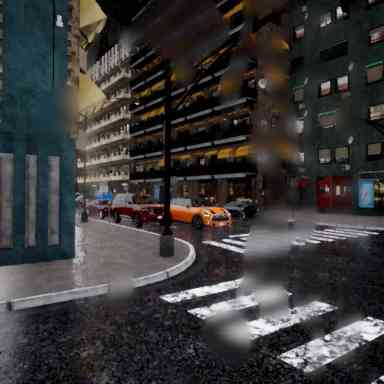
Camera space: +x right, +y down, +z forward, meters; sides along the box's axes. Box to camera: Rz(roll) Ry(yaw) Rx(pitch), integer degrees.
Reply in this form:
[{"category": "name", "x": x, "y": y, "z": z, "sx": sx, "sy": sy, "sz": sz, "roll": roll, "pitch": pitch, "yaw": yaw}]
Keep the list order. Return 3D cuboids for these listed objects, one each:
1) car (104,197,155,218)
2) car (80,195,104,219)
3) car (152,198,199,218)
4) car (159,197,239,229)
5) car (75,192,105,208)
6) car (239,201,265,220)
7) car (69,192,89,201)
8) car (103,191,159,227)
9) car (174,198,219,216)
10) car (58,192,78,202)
[{"category": "car", "x": -5.321, "y": 1.184, "z": 27.576, "sx": 2.033, "sy": 1.411, "sz": 5.357, "roll": 1, "pitch": 0, "yaw": -36}, {"category": "car", "x": -6.507, "y": 1.183, "z": 24.814, "sx": 1.887, "sy": 1.381, "sz": 4.507, "roll": 2, "pitch": 0, "yaw": -36}, {"category": "car", "x": -1.460, "y": 1.257, "z": 27.717, "sx": 1.994, "sy": 1.385, "sz": 4.181, "roll": 1, "pitch": 0, "yaw": -36}, {"category": "car", "x": 0.277, "y": 1.126, "z": 19.885, "sx": 2.097, "sy": 1.767, "sz": 4.553, "roll": 1, "pitch": 0, "yaw": -37}, {"category": "car", "x": -11.202, "y": 1.017, "z": 35.712, "sx": 1.812, "sy": 1.442, "sz": 4.674, "roll": 1, "pitch": 1, "yaw": -36}, {"category": "car", "x": 3.569, "y": 1.353, "z": 25.183, "sx": 1.947, "sy": 1.339, "sz": 4.313, "roll": 2, "pitch": 0, "yaw": -36}, {"category": "car", "x": -19.293, "y": 0.769, "z": 56.770, "sx": 1.887, "sy": 1.381, "sz": 4.507, "roll": 2, "pitch": 0, "yaw": -36}, {"category": "car", "x": -3.235, "y": 1.034, "z": 20.302, "sx": 2.192, "sy": 1.841, "sz": 5.009, "roll": 2, "pitch": 0, "yaw": -36}, {"category": "car", "x": 0.303, "y": 1.288, "z": 29.696, "sx": 1.802, "sy": 1.307, "sz": 4.206, "roll": 2, "pitch": 0, "yaw": -36}, {"category": "car", "x": -19.813, "y": 0.748, "z": 53.049, "sx": 1.837, "sy": 1.490, "sz": 4.892, "roll": 1, "pitch": 1, "yaw": -36}]
